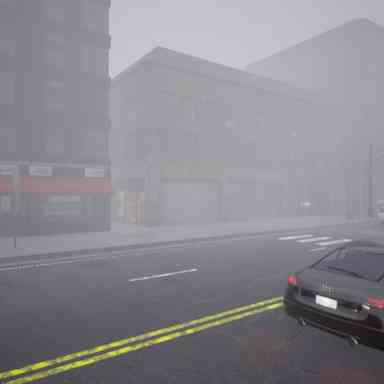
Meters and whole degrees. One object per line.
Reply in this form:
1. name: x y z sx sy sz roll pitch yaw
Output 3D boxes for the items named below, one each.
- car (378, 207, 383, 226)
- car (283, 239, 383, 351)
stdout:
1. car: 14.541 1.218 21.958 5.566 2.045 2.150 0 0 -35
2. car: 3.585 1.564 5.976 4.181 1.385 1.994 0 0 -35
